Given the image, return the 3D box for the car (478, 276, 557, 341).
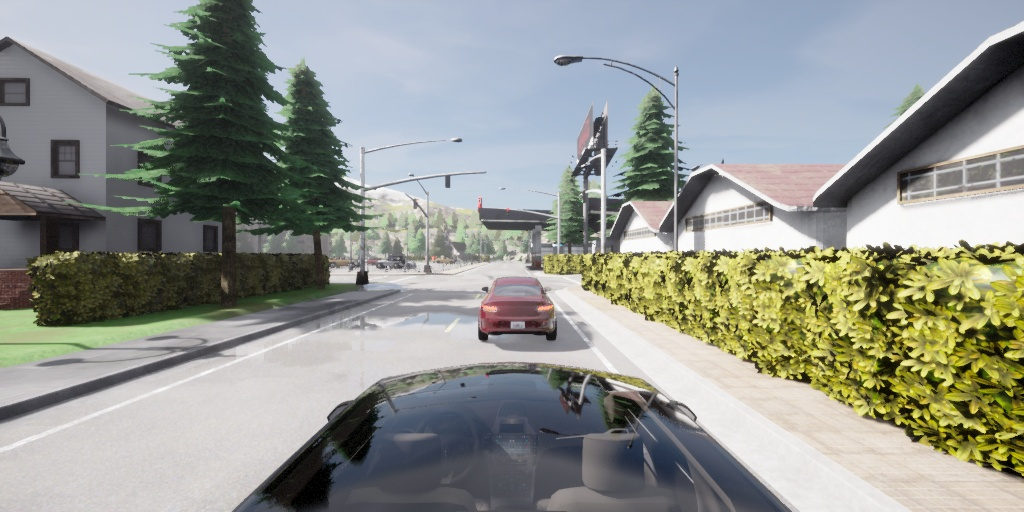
[{"bbox_3d":[0.128,1.276,9.778,1.812,1.442,4.674,0,0,0],"label":"car"}]
